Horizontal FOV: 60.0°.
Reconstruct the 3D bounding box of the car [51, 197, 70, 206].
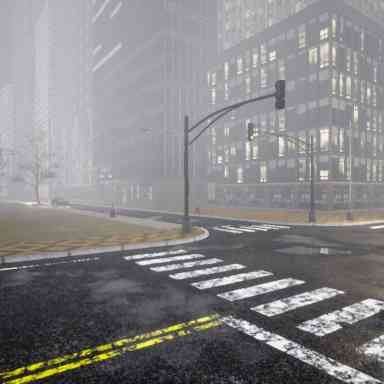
[{"bbox_3d":[-21.594,1.553,54.301,2.033,1.411,5.357,0,0,-35],"label":"car"}]
